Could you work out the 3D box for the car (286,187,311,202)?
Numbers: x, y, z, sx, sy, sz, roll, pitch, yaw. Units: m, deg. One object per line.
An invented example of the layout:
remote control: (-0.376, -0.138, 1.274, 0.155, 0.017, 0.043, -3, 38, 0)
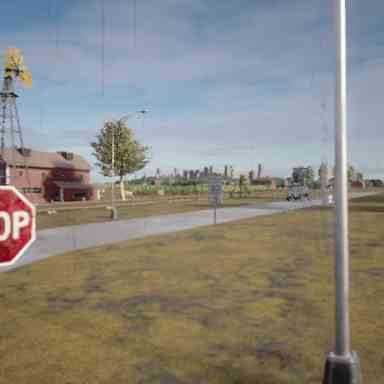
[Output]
car: (15.625, 0.300, 48.674, 2.150, 2.045, 5.566, 1, 2, 36)
